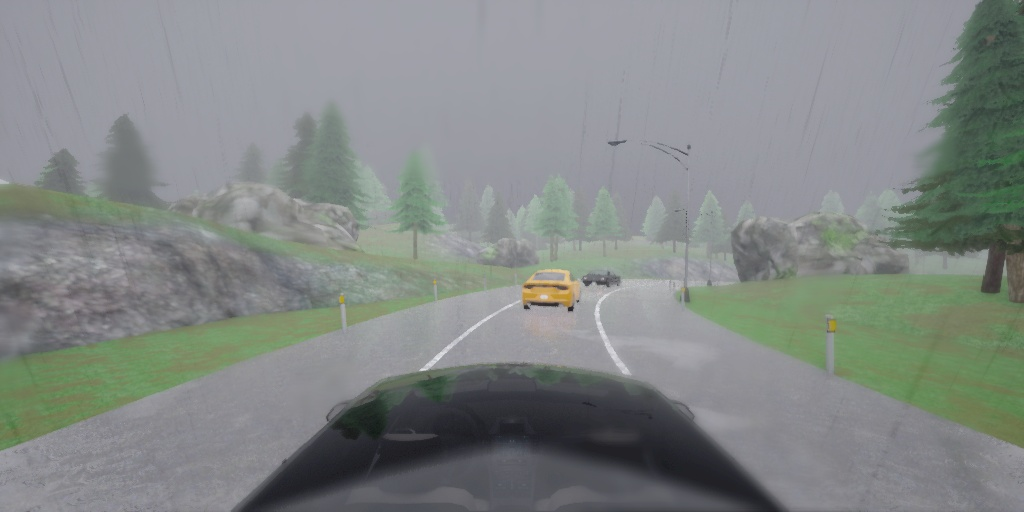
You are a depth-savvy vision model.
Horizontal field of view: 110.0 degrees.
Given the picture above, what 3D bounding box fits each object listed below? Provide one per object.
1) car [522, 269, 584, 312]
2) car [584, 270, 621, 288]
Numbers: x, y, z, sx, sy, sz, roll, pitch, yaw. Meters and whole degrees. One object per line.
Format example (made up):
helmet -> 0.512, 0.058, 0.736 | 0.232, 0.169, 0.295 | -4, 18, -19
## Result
car -> 1.764, 1.305, 14.899 | 1.882, 1.535, 5.008 | 1, -1, 15
car -> 6.979, 1.712, 27.501 | 1.895, 1.301, 4.718 | 1, -1, 30
